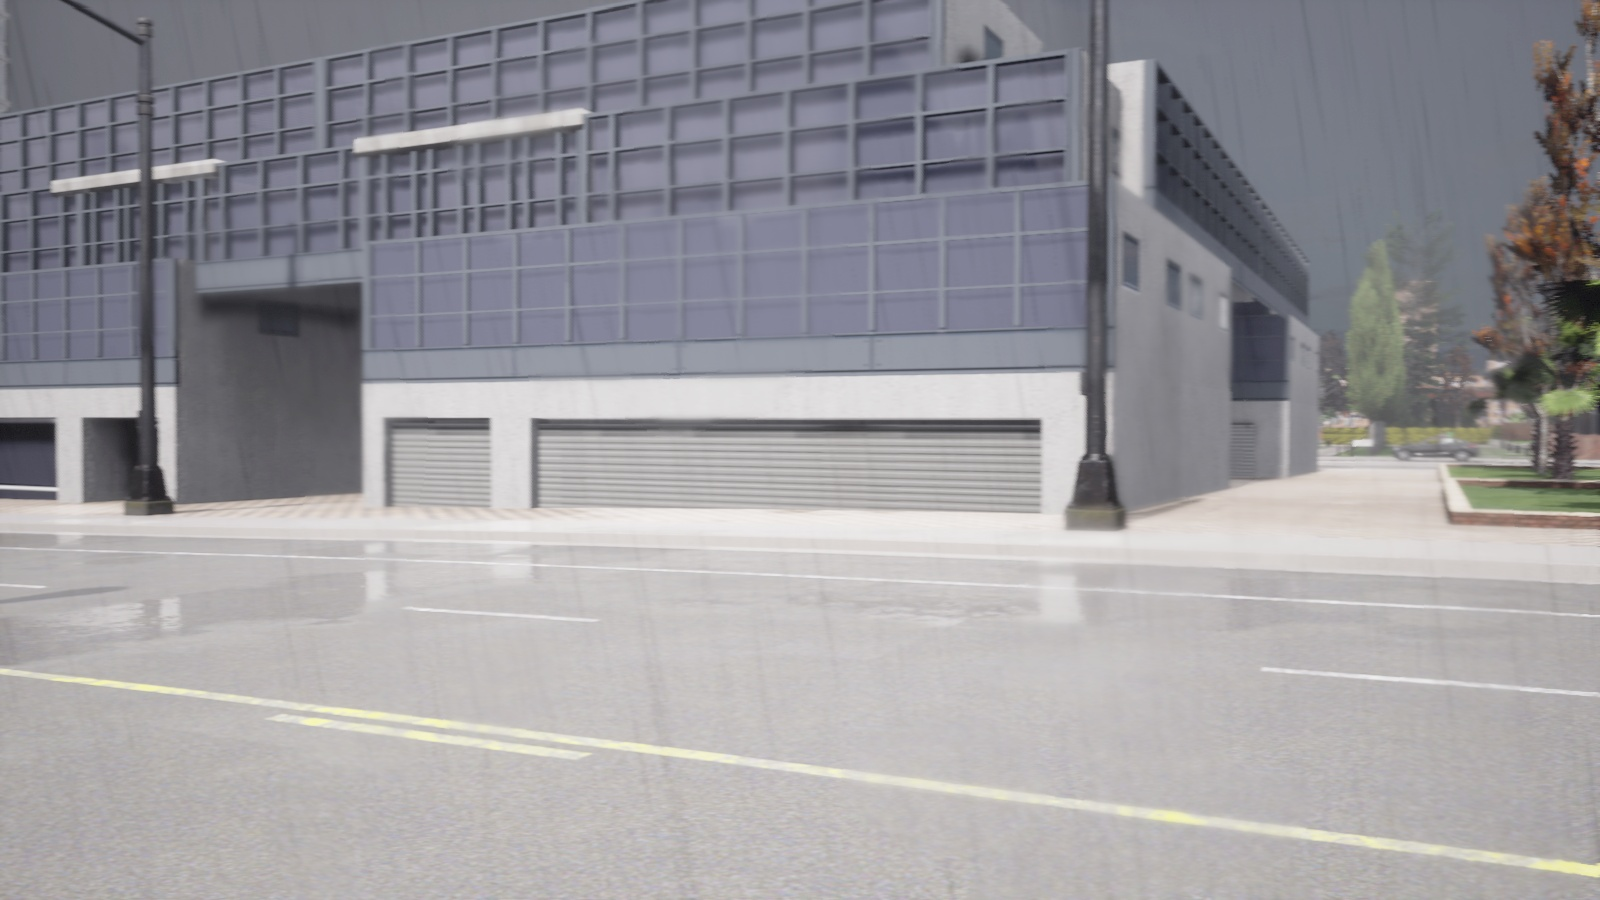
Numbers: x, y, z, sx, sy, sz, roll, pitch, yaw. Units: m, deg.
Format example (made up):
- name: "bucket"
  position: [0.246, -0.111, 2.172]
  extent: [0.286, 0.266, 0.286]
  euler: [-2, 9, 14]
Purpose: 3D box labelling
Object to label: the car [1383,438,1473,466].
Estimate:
- name: "car"
  position: [39.987, 0.114, 80.091]
  extent: [5.027, 1.651, 2.152]
  euler: [1, 1, 26]
